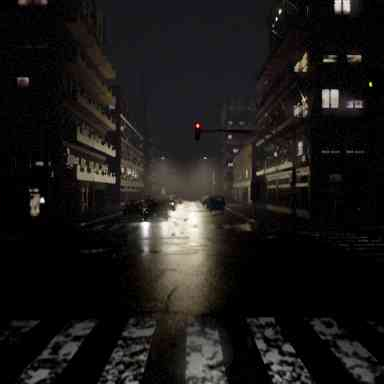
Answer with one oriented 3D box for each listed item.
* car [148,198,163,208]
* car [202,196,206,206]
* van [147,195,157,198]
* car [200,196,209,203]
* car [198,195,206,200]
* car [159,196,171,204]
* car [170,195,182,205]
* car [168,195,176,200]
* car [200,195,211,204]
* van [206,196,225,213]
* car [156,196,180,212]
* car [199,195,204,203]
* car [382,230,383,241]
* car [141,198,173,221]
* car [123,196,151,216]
[{"bbox_3d":[-5.317,1.555,48.759,1.802,1.307,4.206,0,0,0],"label":"car"},{"bbox_3d":[2.701,1.521,43.170,1.887,1.381,4.507,0,0,0],"label":"car"},{"bbox_3d":[-5.368,1.318,43.178,1.690,1.788,3.998,0,0,0],"label":"van"},{"bbox_3d":[2.633,1.501,71.076,1.887,1.381,4.507,0,0,0],"label":"car"},{"bbox_3d":[2.649,1.504,87.821,1.947,1.339,4.313,0,0,0],"label":"car"},{"bbox_3d":[-5.253,1.506,65.502,1.887,1.381,4.507,0,0,0],"label":"car"},{"bbox_3d":[-2.757,1.494,56.579,1.812,1.442,4.674,0,0,0],"label":"car"},{"bbox_3d":[-5.231,1.489,87.828,2.008,1.369,4.403,0,0,0],"label":"car"},{"bbox_3d":[2.628,1.402,65.494,1.967,1.590,4.097,0,0,0],"label":"car"},{"bbox_3d":[2.730,1.321,36.966,1.690,1.788,3.998,0,0,0],"label":"van"},{"bbox_3d":[-2.812,1.527,38.739,2.033,1.411,5.357,0,0,0],"label":"car"},{"bbox_3d":[2.619,1.536,54.332,1.947,1.339,4.313,0,0,0],"label":"car"},{"bbox_3d":[9.294,1.202,11.560,4.553,1.767,2.097,-1,0,0],"label":"car"},{"bbox_3d":[-2.811,1.512,27.484,1.812,1.442,4.674,0,0,-1],"label":"car"},{"bbox_3d":[-5.414,1.423,32.013,1.967,1.590,4.097,0,0,0],"label":"car"}]
